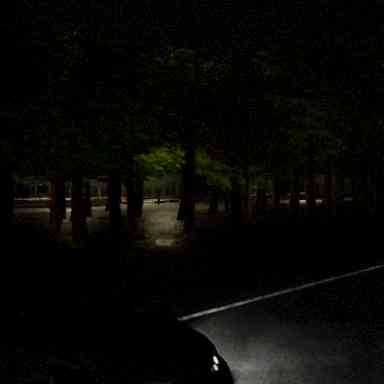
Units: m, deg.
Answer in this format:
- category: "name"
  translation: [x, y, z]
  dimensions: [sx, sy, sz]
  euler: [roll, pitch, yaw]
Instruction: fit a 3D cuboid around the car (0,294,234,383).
- category: "car"
  translation: [-1.658, 1.564, 2.564]
  dimensions: [4.181, 1.385, 1.994]
  euler: [0, 0, -35]
